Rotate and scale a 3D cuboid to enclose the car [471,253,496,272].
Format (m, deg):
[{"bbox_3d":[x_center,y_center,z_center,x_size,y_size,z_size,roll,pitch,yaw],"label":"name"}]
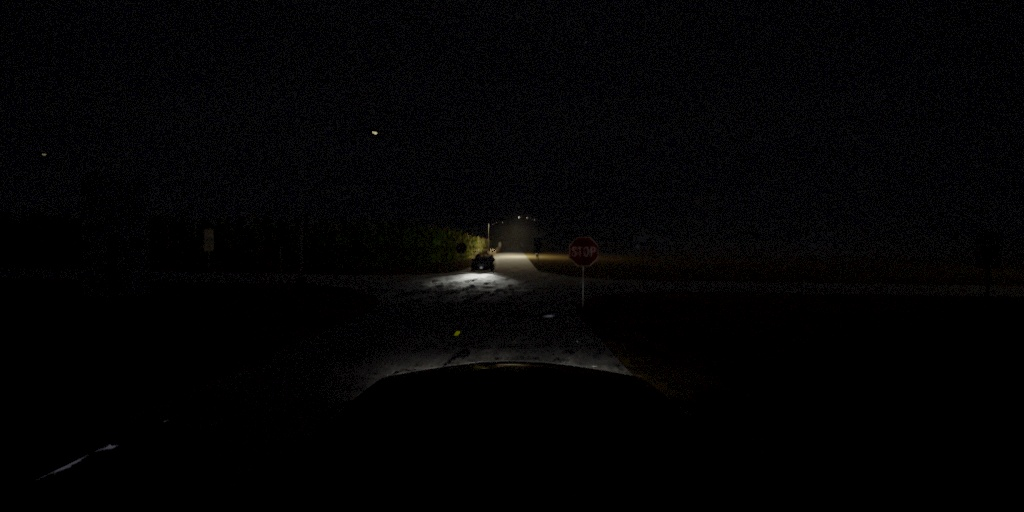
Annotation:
[{"bbox_3d":[-2.384,0.543,30.629,2.128,1.511,4.902,0,3,1],"label":"car"}]
